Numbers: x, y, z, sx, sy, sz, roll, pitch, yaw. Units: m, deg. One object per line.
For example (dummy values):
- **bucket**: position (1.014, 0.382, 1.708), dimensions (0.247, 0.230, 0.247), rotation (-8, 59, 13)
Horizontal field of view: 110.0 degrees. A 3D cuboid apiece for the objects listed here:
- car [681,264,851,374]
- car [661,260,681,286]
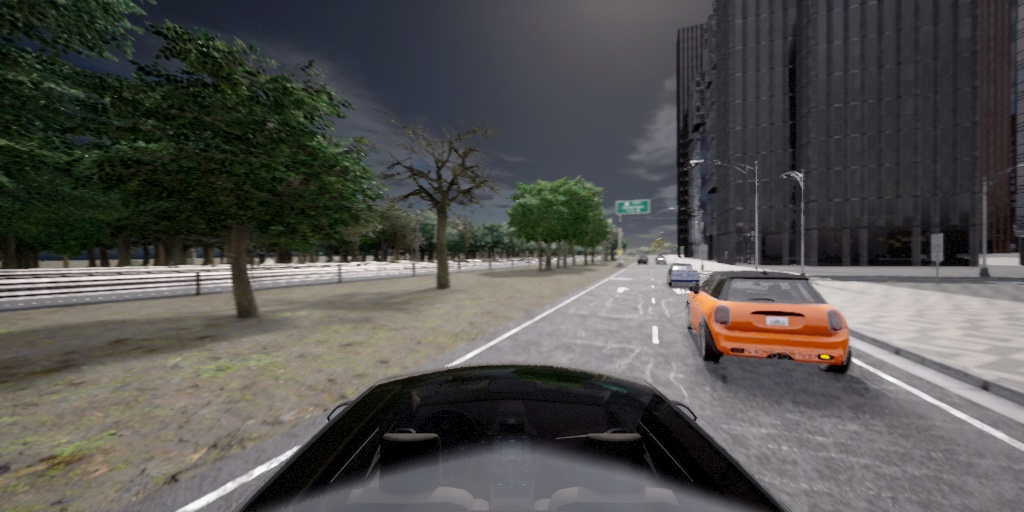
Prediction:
- **car**: position (5.132, 1.085, 7.888), dimensions (2.097, 1.767, 4.553), rotation (0, 0, 21)
- **car**: position (11.553, 1.233, 24.462), dimensions (2.033, 1.411, 5.357), rotation (0, 0, 21)
